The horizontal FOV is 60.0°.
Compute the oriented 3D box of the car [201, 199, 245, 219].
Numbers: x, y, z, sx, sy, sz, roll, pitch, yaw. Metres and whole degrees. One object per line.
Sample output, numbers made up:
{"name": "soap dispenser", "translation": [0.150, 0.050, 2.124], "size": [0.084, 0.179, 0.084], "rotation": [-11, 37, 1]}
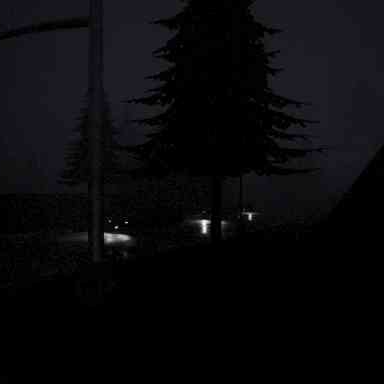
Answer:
{"name": "car", "translation": [2.691, 1.547, 29.248], "size": [2.033, 1.411, 5.357], "rotation": [0, 0, 26]}

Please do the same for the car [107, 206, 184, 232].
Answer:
{"name": "car", "translation": [-2.629, 1.547, 20.380], "size": [2.033, 1.411, 5.357], "rotation": [0, 0, 35]}

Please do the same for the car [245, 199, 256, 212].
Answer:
{"name": "car", "translation": [6.459, 1.547, 38.985], "size": [2.033, 1.411, 5.357], "rotation": [0, 0, 16]}
